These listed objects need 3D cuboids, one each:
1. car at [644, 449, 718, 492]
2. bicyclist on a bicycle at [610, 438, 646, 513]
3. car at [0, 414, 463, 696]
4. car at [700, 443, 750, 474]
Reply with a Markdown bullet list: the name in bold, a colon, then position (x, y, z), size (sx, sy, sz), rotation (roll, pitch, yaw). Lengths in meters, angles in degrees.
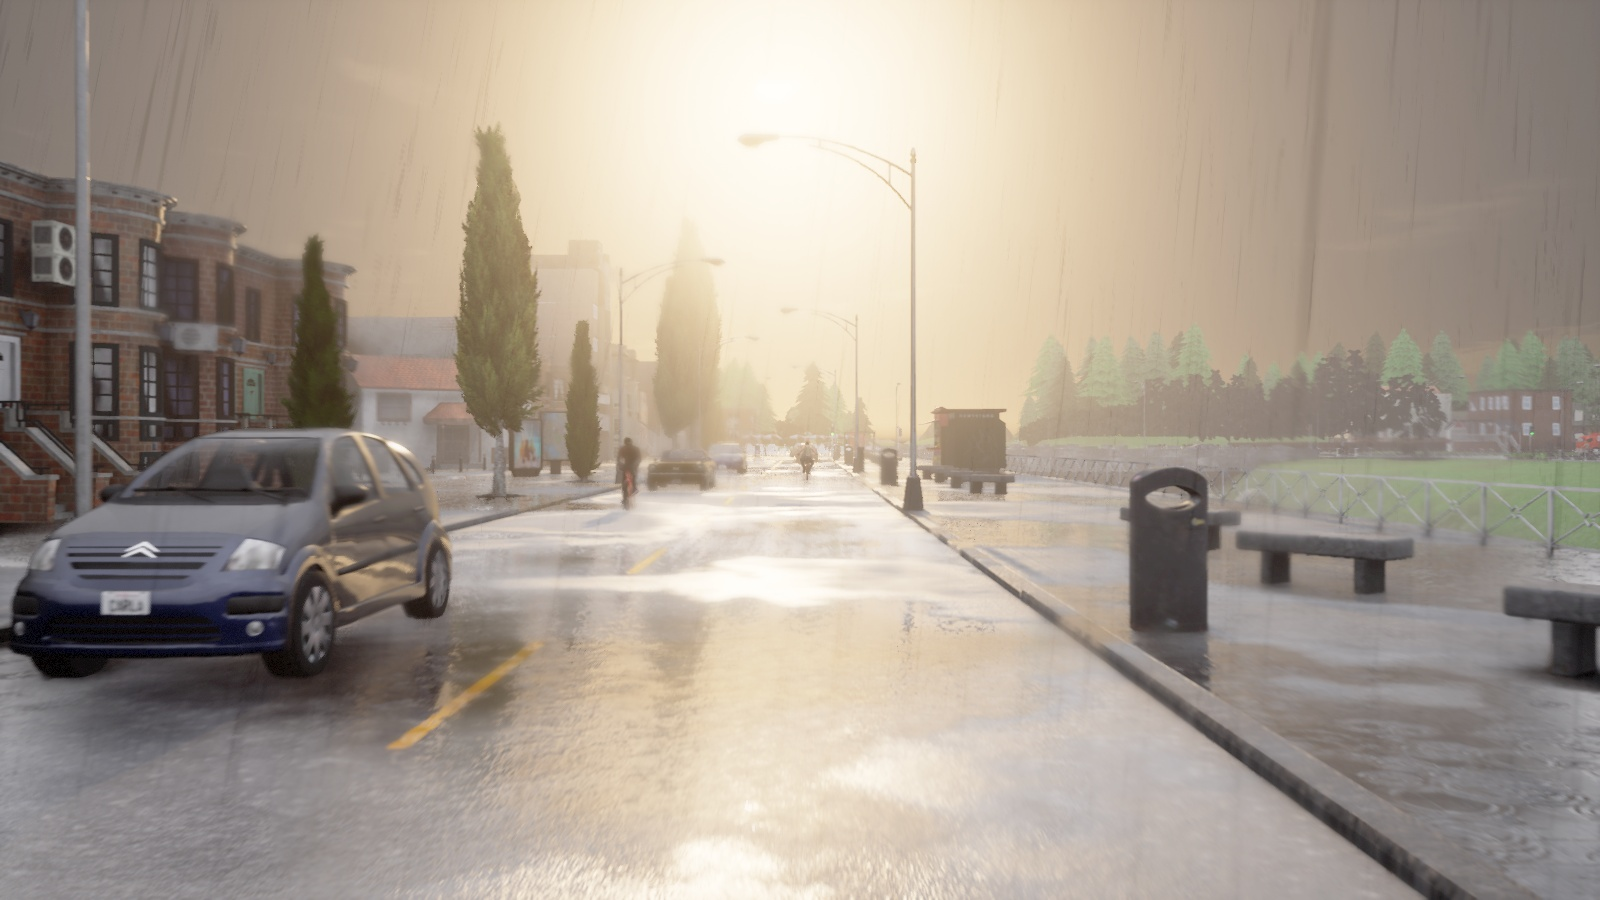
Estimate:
- **car**: position (-3.761, 0.617, 40.298), size (1.895, 1.301, 4.718), rotation (0, 0, 0)
- **bicyclist on a bicycle**: position (-3.829, 0.538, 28.062), size (0.582, 1.620, 1.656), rotation (0, 1, 0)
- **car**: position (-3.933, 0.590, 9.182), size (1.851, 1.617, 3.988), rotation (0, 0, 0)
- **car**: position (-3.643, 0.396, 61.697), size (2.163, 1.488, 4.792), rotation (0, 0, 0)
